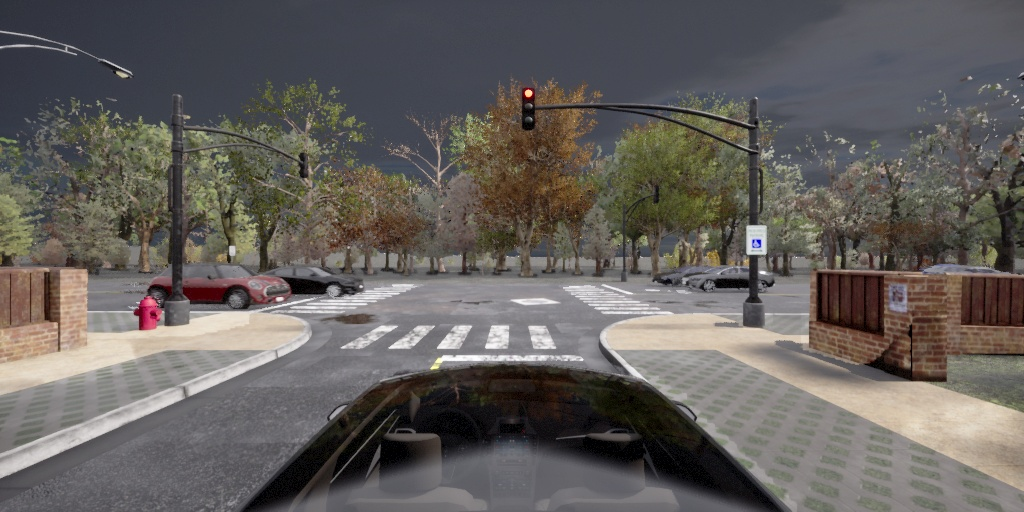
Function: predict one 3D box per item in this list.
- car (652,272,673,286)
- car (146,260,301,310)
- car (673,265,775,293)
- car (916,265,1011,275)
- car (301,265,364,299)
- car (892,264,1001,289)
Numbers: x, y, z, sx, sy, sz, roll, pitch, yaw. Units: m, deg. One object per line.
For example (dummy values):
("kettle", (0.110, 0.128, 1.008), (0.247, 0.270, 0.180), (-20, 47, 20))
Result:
("car", (12.323, 1.353, 24.044), (5.357, 1.411, 2.033), (0, 0, 0))
("car", (-11.156, 1.059, 13.872), (4.553, 1.767, 2.097), (0, 0, 3))
("car", (12.439, 1.294, 20.795), (4.902, 1.511, 2.128), (0, 0, 0))
("car", (25.831, 1.338, 20.812), (4.902, 1.511, 2.128), (0, 0, 0))
("car", (-9.785, 1.195, 17.310), (5.008, 1.535, 1.882), (0, 0, 0))
("car", (29.007, 1.338, 24.064), (5.008, 1.535, 1.882), (0, 0, 0))
